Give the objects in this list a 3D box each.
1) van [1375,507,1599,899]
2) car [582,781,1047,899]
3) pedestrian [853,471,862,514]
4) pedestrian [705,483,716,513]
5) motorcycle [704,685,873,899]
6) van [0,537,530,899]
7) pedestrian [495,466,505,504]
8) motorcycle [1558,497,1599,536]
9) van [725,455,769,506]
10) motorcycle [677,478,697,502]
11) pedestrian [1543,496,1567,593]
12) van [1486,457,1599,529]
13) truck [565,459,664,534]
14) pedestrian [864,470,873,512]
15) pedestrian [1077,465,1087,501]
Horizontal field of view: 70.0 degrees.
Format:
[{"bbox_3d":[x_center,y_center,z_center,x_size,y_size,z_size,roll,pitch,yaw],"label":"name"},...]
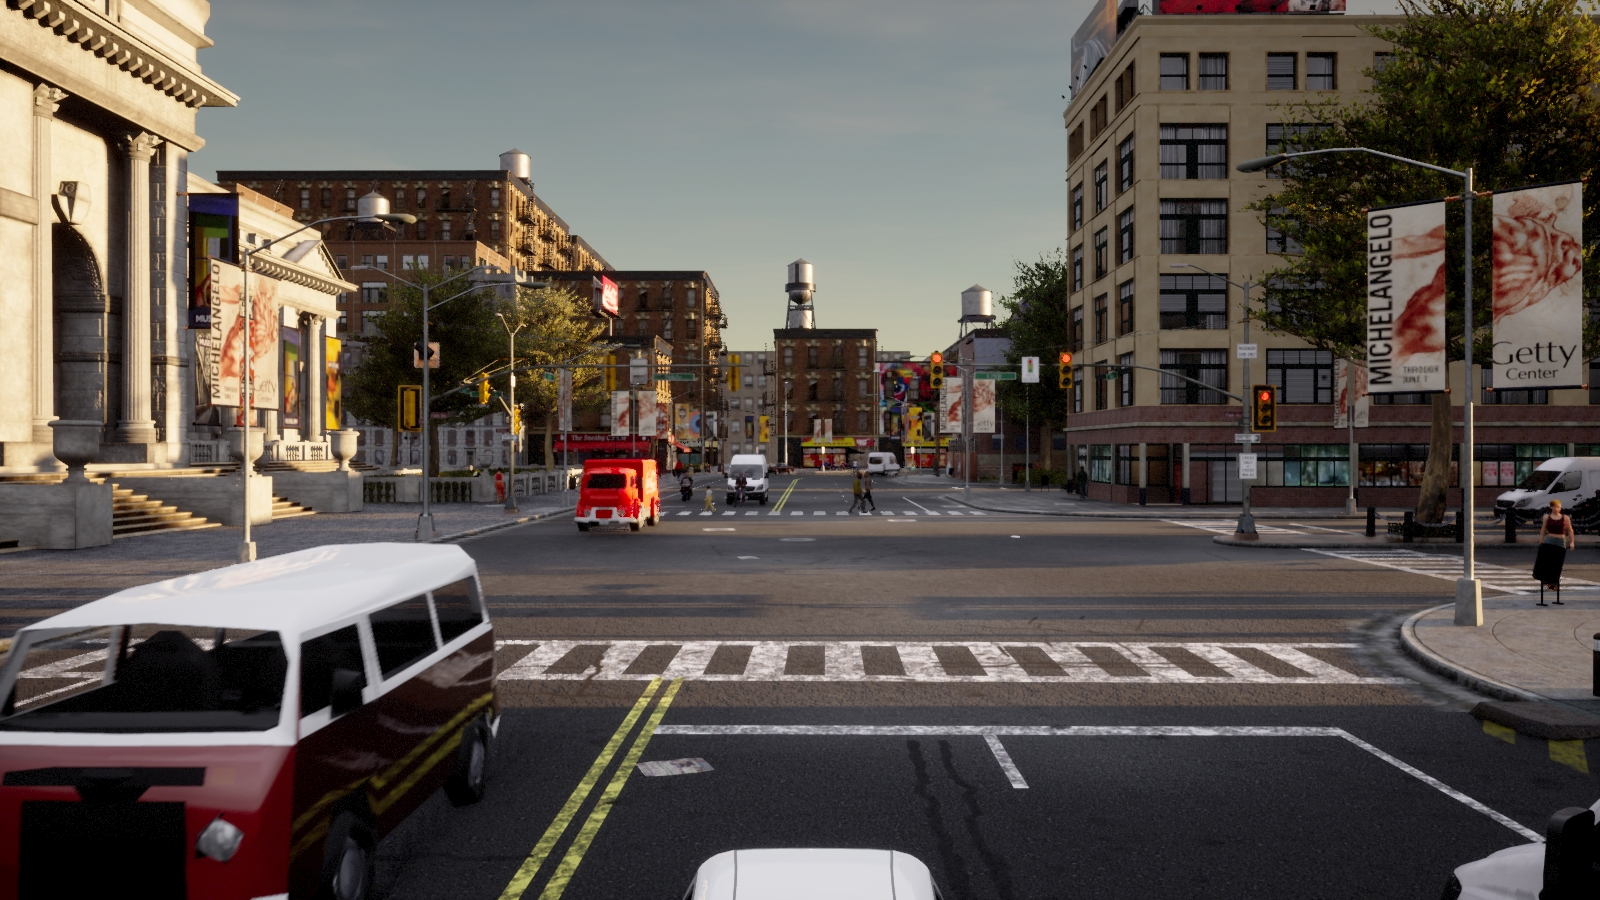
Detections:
[{"bbox_3d":[3.538,1.534,2.141,1.988,2.561,5.915,0,0,1],"label":"van"},{"bbox_3d":[0.047,2.120,3.817,1.481,1.376,2.207,0,0,0],"label":"car"},{"bbox_3d":[2.516,1.849,49.685,0.375,1.860,0.375,0,0,0],"label":"pedestrian"},{"bbox_3d":[-4.002,2.128,50.958,0.375,1.300,0.375,0,0,18],"label":"pedestrian"},{"bbox_3d":[-0.047,2.182,6.691,0.856,1.236,1.805,0,0,1],"label":"motorcycle"},{"bbox_3d":[-3.434,1.782,7.810,2.069,2.038,4.480,0,0,1],"label":"van"},{"bbox_3d":[-14.788,1.697,56.265,0.375,1.860,0.375,0,0,7],"label":"pedestrian"},{"bbox_3d":[26.649,2.205,38.041,2.209,1.251,0.867,0,0,1],"label":"motorcycle"},{"bbox_3d":[-2.739,1.534,60.689,1.988,2.561,5.915,0,0,1],"label":"van"},{"bbox_3d":[-6.217,2.205,62.895,0.867,1.251,2.209,0,0,1],"label":"motorcycle"},{"bbox_3d":[14.832,1.848,22.444,0.375,1.860,0.375,0,0,32],"label":"pedestrian"},{"bbox_3d":[28.485,1.534,41.518,5.915,2.561,1.988,0,0,1],"label":"van"},{"bbox_3d":[-6.505,1.567,40.720,2.627,2.467,5.204,0,0,1],"label":"truck"},{"bbox_3d":[3.127,1.848,51.821,0.375,1.860,0.375,0,0,8],"label":"pedestrian"},{"bbox_3d":[14.512,1.696,58.796,0.375,1.860,0.375,0,0,0],"label":"pedestrian"}]
